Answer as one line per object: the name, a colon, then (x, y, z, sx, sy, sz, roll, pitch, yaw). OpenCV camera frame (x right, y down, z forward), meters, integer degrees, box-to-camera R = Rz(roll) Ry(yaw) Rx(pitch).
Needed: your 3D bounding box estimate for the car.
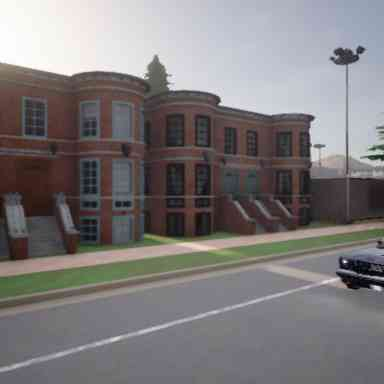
car: (5.507, 1.613, 7.940, 4.718, 1.301, 1.895, 0, 0, -35)
